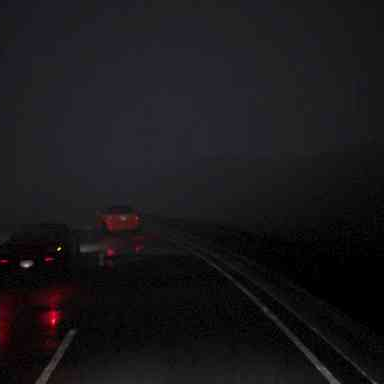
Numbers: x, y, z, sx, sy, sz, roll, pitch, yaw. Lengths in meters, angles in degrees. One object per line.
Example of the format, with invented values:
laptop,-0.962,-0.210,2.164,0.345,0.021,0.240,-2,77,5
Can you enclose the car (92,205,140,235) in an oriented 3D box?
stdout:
car,-4.831,1.565,20.751,2.097,1.767,4.553,-1,0,-26

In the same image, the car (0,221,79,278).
car,-4.729,1.657,10.634,1.812,1.442,4.674,0,-1,-14
